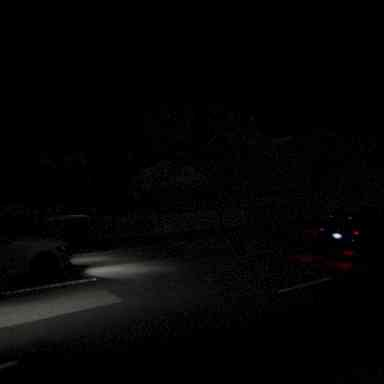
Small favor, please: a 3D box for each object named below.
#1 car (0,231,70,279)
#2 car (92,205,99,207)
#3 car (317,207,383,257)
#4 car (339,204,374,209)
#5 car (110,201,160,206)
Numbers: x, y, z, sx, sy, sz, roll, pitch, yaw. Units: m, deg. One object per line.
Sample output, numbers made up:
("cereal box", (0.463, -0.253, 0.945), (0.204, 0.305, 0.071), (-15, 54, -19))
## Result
("car", (-5.550, 1.524, 8.385), (4.674, 1.442, 1.812), (0, 0, -36))
("car", (-7.183, 1.196, 33.140), (5.357, 1.411, 2.033), (0, 0, -36))
("car", (6.730, 1.505, 12.847), (4.181, 1.385, 1.994), (0, 0, -36))
("car", (9.817, 1.438, 19.350), (4.674, 1.442, 1.812), (0, 0, -36))
("car", (-5.154, 1.118, 30.288), (4.902, 1.511, 2.128), (0, 0, -36))
